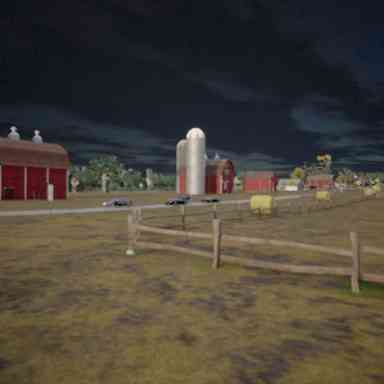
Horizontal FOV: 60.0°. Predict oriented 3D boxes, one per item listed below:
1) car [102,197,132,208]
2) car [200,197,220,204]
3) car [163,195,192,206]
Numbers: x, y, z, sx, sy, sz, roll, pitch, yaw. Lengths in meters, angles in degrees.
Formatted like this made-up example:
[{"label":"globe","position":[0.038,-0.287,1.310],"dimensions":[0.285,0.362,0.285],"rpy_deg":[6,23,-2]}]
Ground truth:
[{"label":"car","position":[-10.958,1.538,48.909],"dimensions":[2.128,1.511,4.902],"rpy_deg":[0,0,36]},{"label":"car","position":[3.672,1.588,64.571],"dimensions":[1.895,1.301,4.718],"rpy_deg":[0,0,35]},{"label":"car","position":[-2.605,1.628,55.666],"dimensions":[1.895,1.301,4.718],"rpy_deg":[0,0,36]}]
